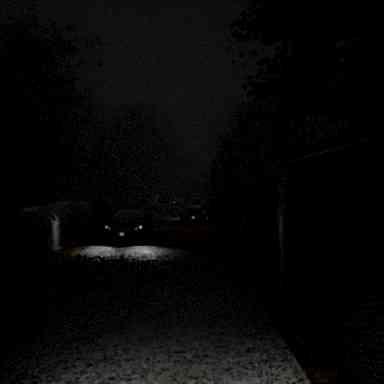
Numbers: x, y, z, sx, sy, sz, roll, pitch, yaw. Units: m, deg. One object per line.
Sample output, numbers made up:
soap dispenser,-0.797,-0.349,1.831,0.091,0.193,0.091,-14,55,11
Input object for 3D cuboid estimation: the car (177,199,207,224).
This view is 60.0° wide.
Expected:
car,0.079,1.448,23.686,1.812,1.442,4.674,0,0,0

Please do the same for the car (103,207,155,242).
car,-2.855,1.442,15.841,1.812,1.442,4.674,0,0,0

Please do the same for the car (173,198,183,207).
car,-2.032,1.718,56.902,1.882,1.535,5.008,0,-1,5
